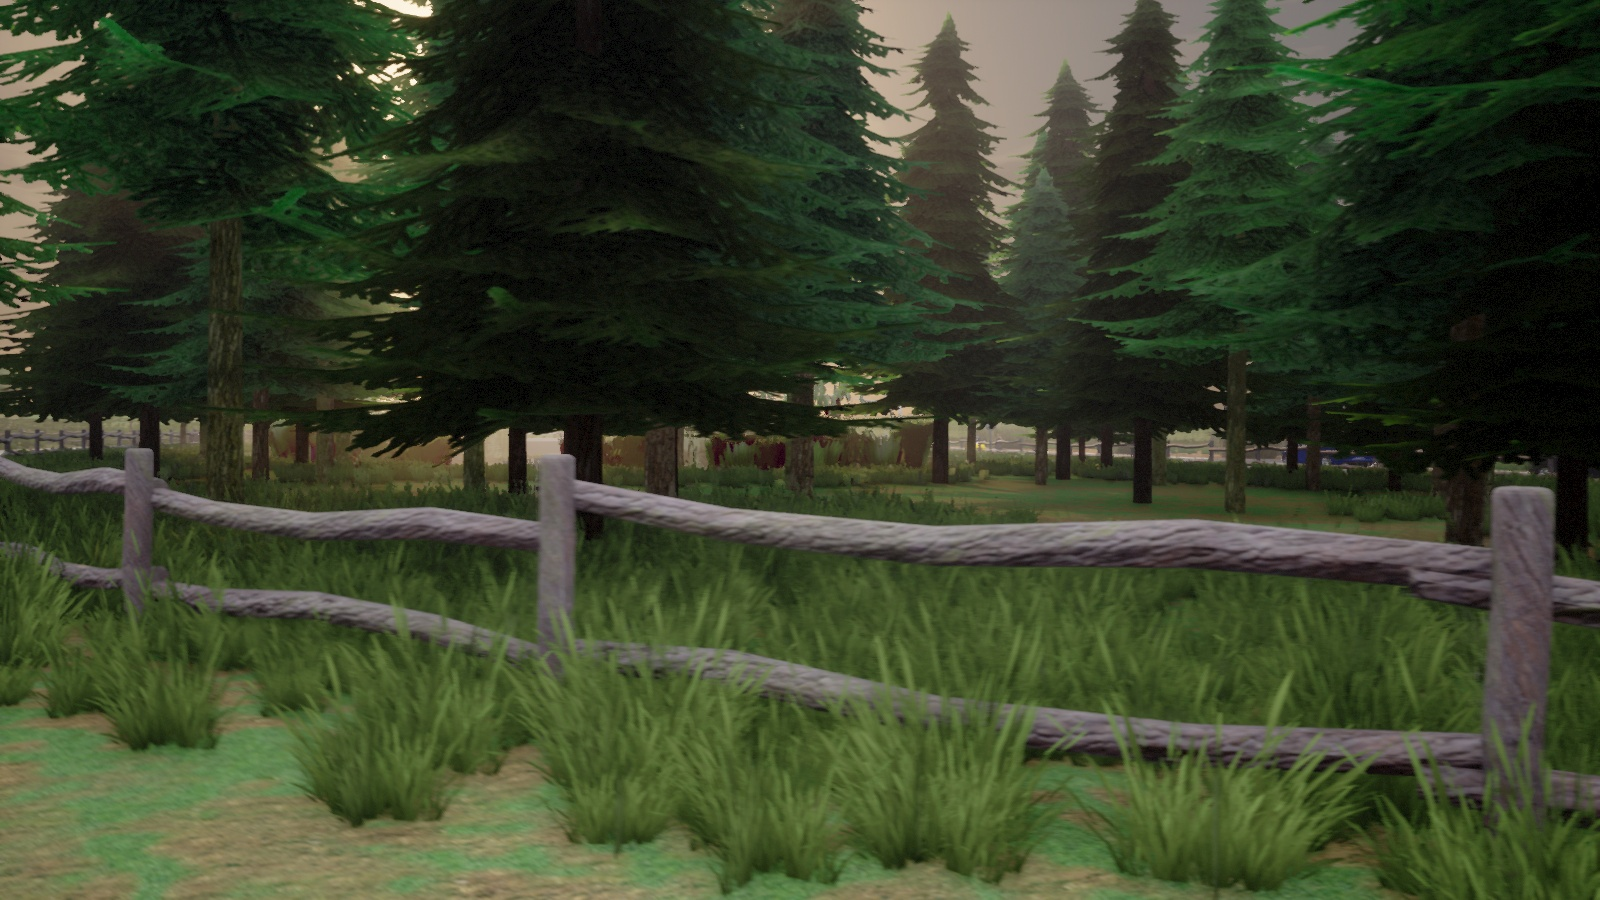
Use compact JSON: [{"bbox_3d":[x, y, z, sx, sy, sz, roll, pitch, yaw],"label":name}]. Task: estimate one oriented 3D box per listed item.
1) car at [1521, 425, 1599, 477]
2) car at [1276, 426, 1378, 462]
[{"bbox_3d":[24.101,0.013,37.319,1.837,1.490,4.892,-1,1,-11],"label":"car"},{"bbox_3d":[23.920,-0.280,57.215,1.882,1.535,5.008,-1,1,-10],"label":"car"}]
